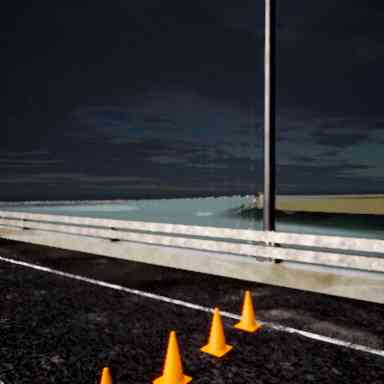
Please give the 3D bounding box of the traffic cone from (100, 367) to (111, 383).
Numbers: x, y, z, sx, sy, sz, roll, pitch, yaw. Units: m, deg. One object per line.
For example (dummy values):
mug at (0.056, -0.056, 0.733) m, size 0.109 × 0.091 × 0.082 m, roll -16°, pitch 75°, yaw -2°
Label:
traffic cone at (-0.811, 1.951, 3.127) m, size 0.340 × 0.580 × 0.340 m, roll 0°, pitch 0°, yaw 36°

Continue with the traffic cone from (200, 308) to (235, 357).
traffic cone at (0.351, 1.952, 4.755) m, size 0.340 × 0.580 × 0.340 m, roll 0°, pitch 0°, yaw 36°

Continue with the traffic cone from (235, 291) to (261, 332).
traffic cone at (0.932, 1.952, 5.568) m, size 0.340 × 0.580 × 0.340 m, roll 0°, pitch 0°, yaw 36°

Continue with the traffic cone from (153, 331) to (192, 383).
traffic cone at (-0.230, 1.951, 3.941) m, size 0.340 × 0.580 × 0.340 m, roll 0°, pitch 0°, yaw 36°
